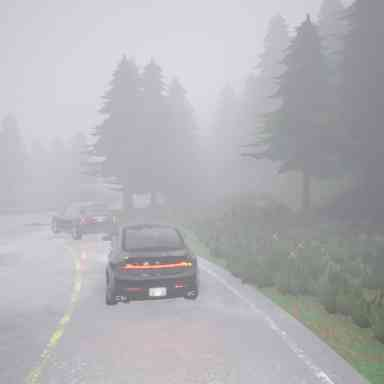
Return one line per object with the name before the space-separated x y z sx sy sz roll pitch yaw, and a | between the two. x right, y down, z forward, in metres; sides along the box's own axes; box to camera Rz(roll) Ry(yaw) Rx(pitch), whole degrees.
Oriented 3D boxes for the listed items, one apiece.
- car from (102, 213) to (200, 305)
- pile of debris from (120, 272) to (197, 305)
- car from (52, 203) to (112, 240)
car | -1.110 1.504 8.195 1.837 1.490 4.892 0 0 -12
pile of debris | -0.853 2.175 7.706 1.500 0.140 1.860 0 0 -14
car | -5.709 1.352 17.415 2.097 1.767 4.553 0 0 -39
